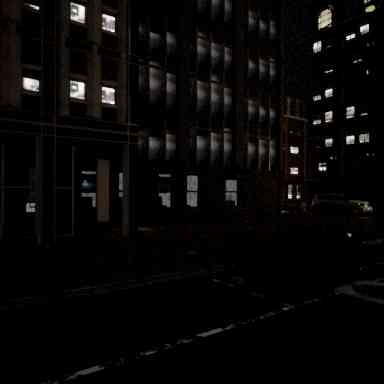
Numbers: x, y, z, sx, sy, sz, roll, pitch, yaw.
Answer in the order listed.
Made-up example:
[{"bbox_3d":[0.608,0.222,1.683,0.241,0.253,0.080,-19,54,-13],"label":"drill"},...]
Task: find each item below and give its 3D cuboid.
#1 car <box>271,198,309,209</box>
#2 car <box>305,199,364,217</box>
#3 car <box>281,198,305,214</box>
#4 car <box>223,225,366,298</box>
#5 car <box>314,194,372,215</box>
[{"bbox_3d":[12.968,1.499,44.430,1.752,1.417,4.829,0,0,-36],"label":"car"},{"bbox_3d":[12.860,1.534,30.204,1.802,1.307,4.206,0,0,-36],"label":"car"},{"bbox_3d":[9.659,1.467,34.667,1.752,1.417,4.829,0,0,-36],"label":"car"},{"bbox_3d":[2.782,1.567,8.542,4.313,1.339,1.947,0,0,-36],"label":"car"},{"bbox_3d":[14.435,1.184,32.450,2.150,2.045,5.566,0,0,-36],"label":"car"}]
